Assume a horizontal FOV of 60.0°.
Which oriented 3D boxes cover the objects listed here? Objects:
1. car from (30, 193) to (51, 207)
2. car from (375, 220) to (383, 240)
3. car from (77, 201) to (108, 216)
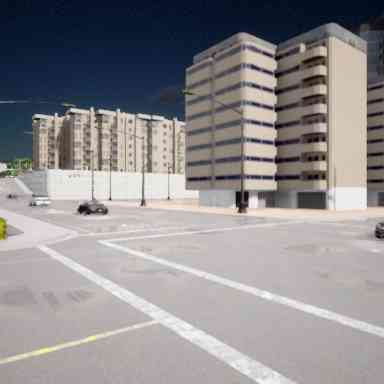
[{"bbox_3d":[-23.615,1.229,51.657,2.150,2.045,5.566,0,0,-36],"label":"car"},{"bbox_3d":[10.799,1.578,16.348,4.674,1.442,1.812,0,0,-38],"label":"car"},{"bbox_3d":[-9.818,1.570,32.815,1.994,1.385,4.181,0,0,-36],"label":"car"}]
